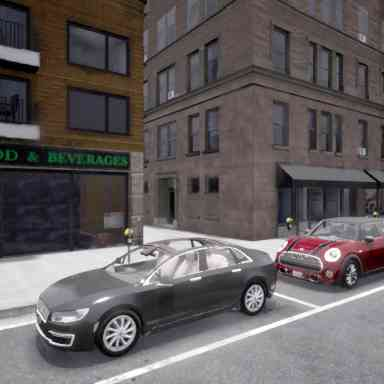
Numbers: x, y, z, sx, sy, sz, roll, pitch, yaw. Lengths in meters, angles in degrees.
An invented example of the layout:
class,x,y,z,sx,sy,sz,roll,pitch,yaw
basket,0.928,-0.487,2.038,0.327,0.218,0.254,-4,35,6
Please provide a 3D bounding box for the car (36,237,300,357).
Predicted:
class,x,y,z,sx,sy,sz,roll,pitch,yaw
car,-0.357,1.551,5.924,4.403,1.369,2.008,0,0,-35

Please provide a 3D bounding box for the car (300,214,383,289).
class,x,y,z,sx,sy,sz,roll,pitch,yaw
car,4.146,1.442,9.115,4.097,1.590,1.967,0,0,-35
